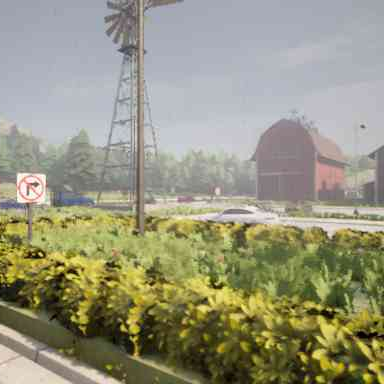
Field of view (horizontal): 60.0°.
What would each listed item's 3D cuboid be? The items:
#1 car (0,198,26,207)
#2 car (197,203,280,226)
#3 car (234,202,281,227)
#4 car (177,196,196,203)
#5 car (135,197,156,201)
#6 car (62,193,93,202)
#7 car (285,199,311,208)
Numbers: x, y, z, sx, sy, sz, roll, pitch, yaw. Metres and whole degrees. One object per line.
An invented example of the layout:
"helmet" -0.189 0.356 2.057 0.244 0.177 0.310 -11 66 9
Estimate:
"car" -22.509 1.425 41.010 1.812 1.442 4.674 0 0 36
"car" 2.491 1.505 18.641 4.674 1.442 1.812 0 0 26
"car" 4.694 1.498 23.415 1.784 1.438 3.905 0 0 35
"car" -0.996 1.434 64.754 1.812 1.442 4.674 0 0 36
"car" -7.731 1.472 55.359 1.994 1.385 4.181 0 0 36
"car" -15.743 1.130 44.187 2.150 2.045 5.566 0 0 36
"car" 11.119 1.480 34.625 1.816 1.474 4.193 0 0 35
